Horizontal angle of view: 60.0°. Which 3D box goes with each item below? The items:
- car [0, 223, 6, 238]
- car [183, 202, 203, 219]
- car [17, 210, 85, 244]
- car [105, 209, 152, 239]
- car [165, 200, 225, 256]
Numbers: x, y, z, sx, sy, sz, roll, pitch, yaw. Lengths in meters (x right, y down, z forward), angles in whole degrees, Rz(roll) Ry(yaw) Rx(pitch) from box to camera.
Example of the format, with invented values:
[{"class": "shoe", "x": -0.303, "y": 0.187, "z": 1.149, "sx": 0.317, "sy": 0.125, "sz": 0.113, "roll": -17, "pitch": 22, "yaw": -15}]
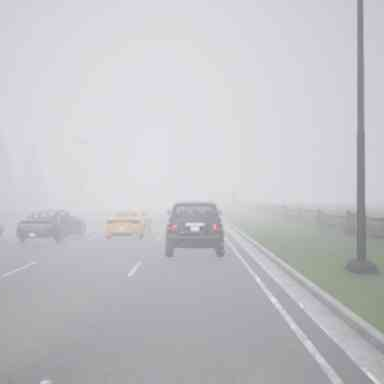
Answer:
[{"class": "car", "x": -10.398, "y": 1.743, "z": 14.778, "sx": 1.895, "sy": 1.301, "sz": 4.718, "roll": 0, "pitch": -1, "yaw": 0}, {"class": "car", "x": 0.102, "y": 1.835, "z": 34.280, "sx": 1.837, "sy": 1.490, "sz": 4.892, "roll": 0, "pitch": 0, "yaw": 0}, {"class": "car", "x": -6.899, "y": 1.654, "z": 16.782, "sx": 2.128, "sy": 1.511, "sz": 4.902, "roll": 0, "pitch": 0, "yaw": 0}, {"class": "car", "x": -3.398, "y": 1.656, "z": 18.569, "sx": 1.882, "sy": 1.535, "sz": 5.008, "roll": 0, "pitch": 0, "yaw": 0}, {"class": "car", "x": 0.101, "y": 1.357, "z": 13.926, "sx": 2.150, "sy": 2.045, "sz": 5.566, "roll": 0, "pitch": 0, "yaw": 0}]
